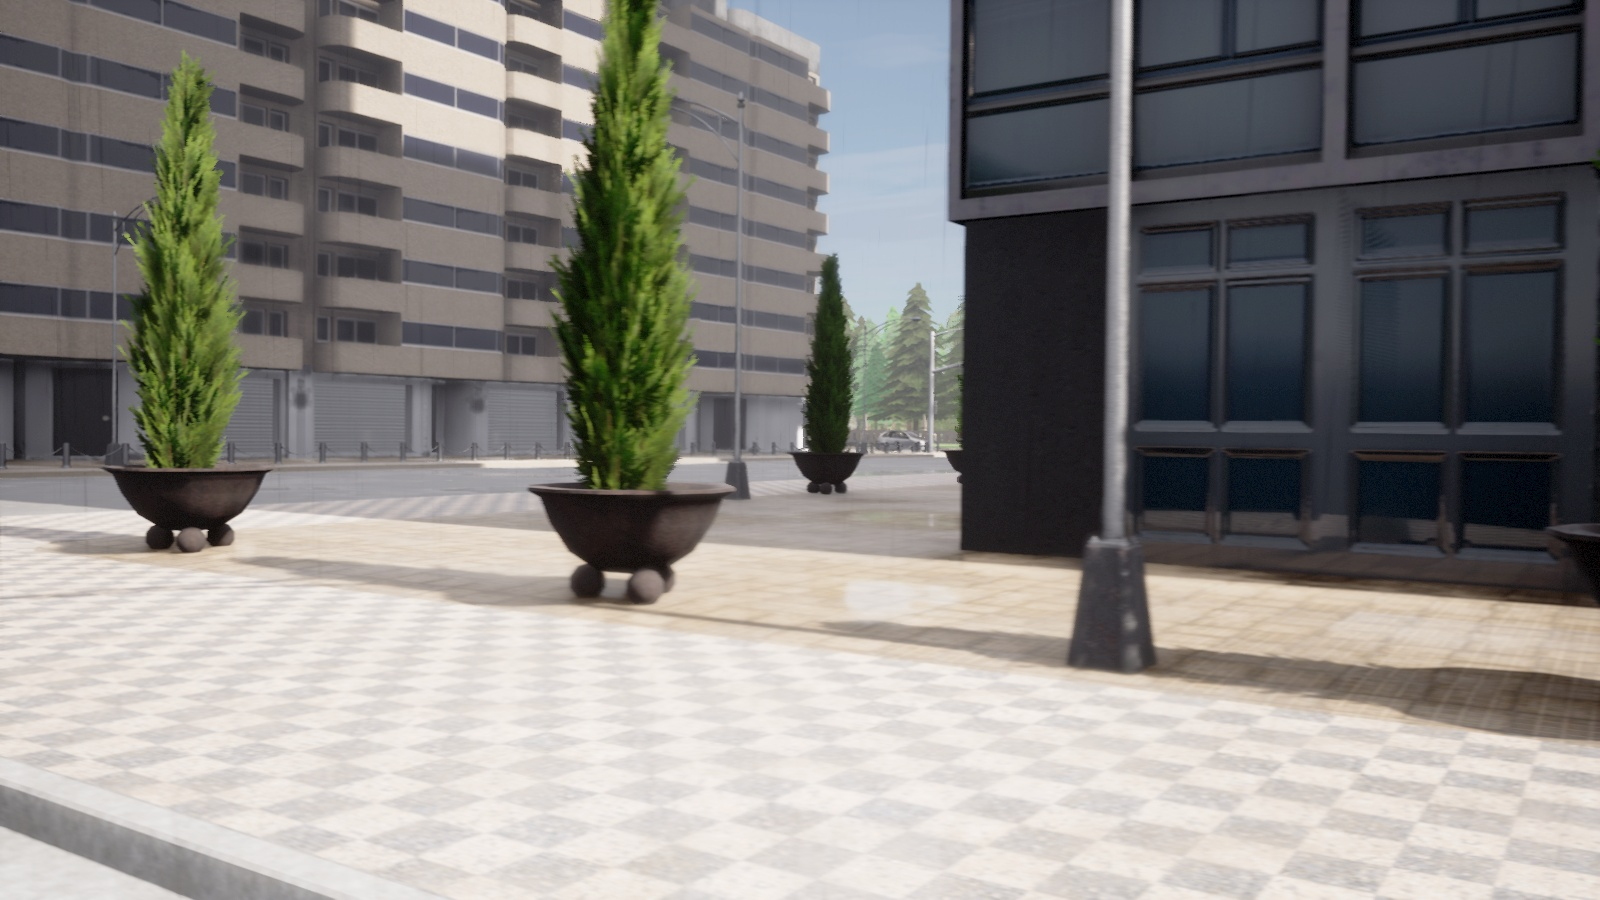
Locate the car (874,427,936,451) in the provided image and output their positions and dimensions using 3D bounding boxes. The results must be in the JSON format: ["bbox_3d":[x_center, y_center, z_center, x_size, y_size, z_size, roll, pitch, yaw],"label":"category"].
[{"bbox_3d":[7.409,-0.780,88.609,3.988,1.617,1.851,0,1,34],"label":"car"}]
